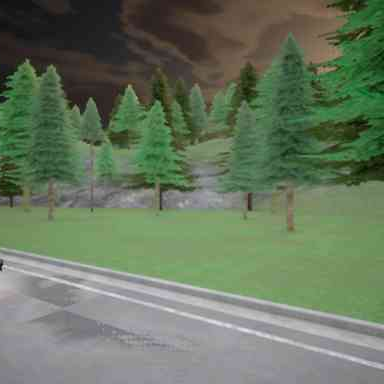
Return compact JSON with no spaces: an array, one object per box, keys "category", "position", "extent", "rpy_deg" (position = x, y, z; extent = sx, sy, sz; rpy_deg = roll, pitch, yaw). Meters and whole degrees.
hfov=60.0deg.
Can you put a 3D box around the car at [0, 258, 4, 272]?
[{"category":"car","position":[-7.140,1.545,8.983],"extent":[5.357,1.411,2.033],"rpy_deg":[0,0,36]}]
